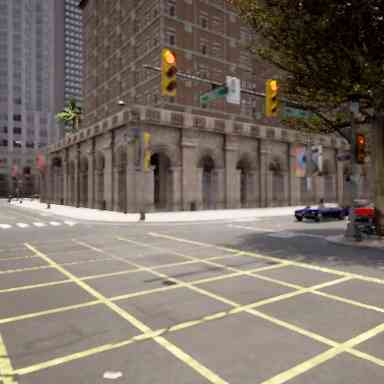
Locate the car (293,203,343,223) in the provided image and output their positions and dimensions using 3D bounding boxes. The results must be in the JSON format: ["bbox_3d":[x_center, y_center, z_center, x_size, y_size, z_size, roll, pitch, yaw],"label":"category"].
[{"bbox_3d":[9.798,1.528,25.071,4.718,1.301,1.895,0,0,-35],"label":"car"}]

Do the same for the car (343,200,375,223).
[{"bbox_3d":[12.830,1.401,22.930,5.008,1.535,1.882,0,0,-35],"label":"car"}]

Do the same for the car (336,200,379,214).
[{"bbox_3d":[17.002,1.486,34.111,4.718,1.301,1.895,0,0,-36],"label":"car"}]
